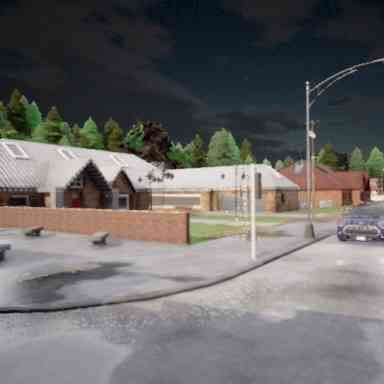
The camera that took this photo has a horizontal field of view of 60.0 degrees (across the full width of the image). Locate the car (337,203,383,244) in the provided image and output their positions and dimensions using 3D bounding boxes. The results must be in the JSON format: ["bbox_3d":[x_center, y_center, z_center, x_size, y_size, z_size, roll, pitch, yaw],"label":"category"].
[{"bbox_3d":[8.441,1.377,15.924,2.097,1.767,4.553,-1,0,36],"label":"car"}]

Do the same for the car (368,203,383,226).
[{"bbox_3d":[14.402,1.573,24.226,2.033,1.411,5.357,-1,0,36],"label":"car"}]
